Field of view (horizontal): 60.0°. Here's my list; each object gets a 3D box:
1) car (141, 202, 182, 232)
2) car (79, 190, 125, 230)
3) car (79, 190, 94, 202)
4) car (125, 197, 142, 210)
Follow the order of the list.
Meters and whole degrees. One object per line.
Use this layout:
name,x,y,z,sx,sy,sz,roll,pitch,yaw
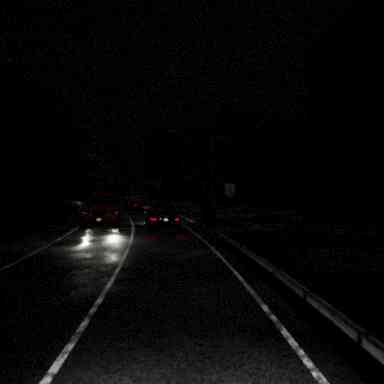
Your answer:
car,-1.774,1.476,19.587,2.033,1.411,5.357,1,0,-10
car,-5.482,1.100,20.563,2.150,2.045,5.566,1,0,-11
car,-19.278,0.693,60.661,2.150,2.045,5.566,2,0,-22
car,-7.134,1.326,39.637,1.882,1.535,5.008,2,0,-19
